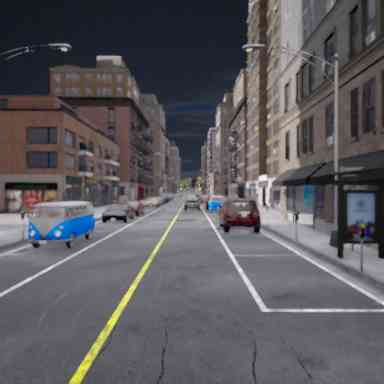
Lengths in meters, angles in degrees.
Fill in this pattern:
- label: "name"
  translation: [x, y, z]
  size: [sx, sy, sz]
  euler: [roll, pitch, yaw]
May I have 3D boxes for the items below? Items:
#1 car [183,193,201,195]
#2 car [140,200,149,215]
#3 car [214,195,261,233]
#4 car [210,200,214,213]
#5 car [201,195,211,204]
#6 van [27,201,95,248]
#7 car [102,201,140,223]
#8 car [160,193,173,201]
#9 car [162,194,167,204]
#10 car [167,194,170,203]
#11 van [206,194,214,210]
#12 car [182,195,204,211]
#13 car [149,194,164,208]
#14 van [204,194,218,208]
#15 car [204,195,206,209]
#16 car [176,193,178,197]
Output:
- label: "car"
  translation: [-0.008, 1.370, 49.722]
  size: [1.882, 1.535, 5.008]
  euler: [0, 0, 0]
- label: "car"
  translation: [-5.409, 1.462, 30.369]
  size: [1.887, 1.381, 4.507]
  euler: [0, 0, 0]
- label: "car"
  translation: [2.703, 1.286, 19.560]
  size: [2.192, 1.841, 5.009]
  euler: [0, 0, 0]
- label: "car"
  translation: [2.696, 1.510, 24.967]
  size: [2.008, 1.369, 4.403]
  euler: [0, 0, 0]
- label: "car"
  translation: [2.649, 1.397, 62.981]
  size: [1.752, 1.417, 4.829]
  euler: [0, 0, 0]
- label: "van"
  translation: [-5.408, 1.295, 14.150]
  size: [1.690, 1.788, 3.998]
  euler: [0, 0, 0]
- label: "car"
  translation: [-5.409, 1.495, 24.963]
  size: [1.947, 1.339, 4.313]
  euler: [0, 0, 0]
- label: "car"
  translation: [-5.410, 1.157, 62.806]
  size: [2.192, 1.841, 5.009]
  euler: [0, 0, 0]
- label: "car"
  translation: [-5.410, 1.418, 51.994]
  size: [2.008, 1.369, 4.403]
  euler: [0, 0, 0]
- label: "car"
  translation: [-5.411, 1.421, 57.400]
  size: [1.947, 1.339, 4.313]
  euler: [0, 0, 0]
- label: "van"
  translation: [2.683, 1.275, 35.779]
  size: [1.690, 1.788, 3.998]
  euler: [0, 0, 0]
- label: "car"
  translation: [0.044, 1.408, 39.270]
  size: [2.128, 1.511, 4.902]
  euler: [0, 0, 1]
- label: "car"
  translation: [-5.410, 1.406, 46.419]
  size: [1.752, 1.417, 4.829]
  euler: [0, 0, 0]
- label: "van"
  translation: [2.670, 1.250, 46.592]
  size: [1.690, 1.788, 3.998]
  euler: [0, 0, 0]
- label: "car"
  translation: [2.676, 1.237, 41.186]
  size: [2.192, 1.841, 5.009]
  euler: [0, 0, 0]
- label: "car"
  translation: [-5.412, 1.344, 84.432]
  size: [2.008, 1.369, 4.403]
  euler: [0, 0, 0]
